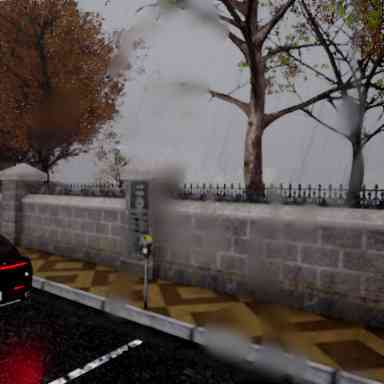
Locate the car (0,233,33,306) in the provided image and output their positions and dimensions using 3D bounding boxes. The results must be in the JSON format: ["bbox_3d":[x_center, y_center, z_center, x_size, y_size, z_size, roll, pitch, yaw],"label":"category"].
[{"bbox_3d":[-5.060,1.361,6.577,4.892,1.490,1.837,1,1,36],"label":"car"}]
